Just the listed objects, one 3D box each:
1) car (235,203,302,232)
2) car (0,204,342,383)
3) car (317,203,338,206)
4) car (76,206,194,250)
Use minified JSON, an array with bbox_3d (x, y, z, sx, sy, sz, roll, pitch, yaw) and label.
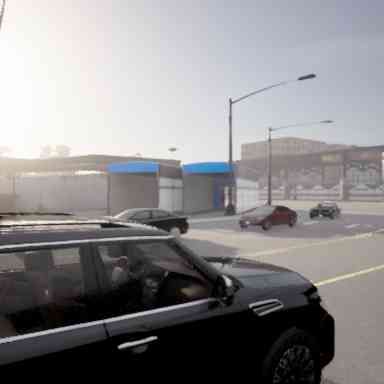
[{"bbox_3d":[4.926,1.523,20.957,4.674,1.442,1.812,0,0,-43],"label":"car"},{"bbox_3d":[-1.051,1.221,3.028,5.566,2.045,2.150,0,0,-35],"label":"car"},{"bbox_3d":[11.517,1.593,28.578,1.895,1.301,4.718,0,0,32],"label":"car"},{"bbox_3d":[-2.467,1.481,15.191,5.008,1.535,1.882,0,0,-36],"label":"car"}]
